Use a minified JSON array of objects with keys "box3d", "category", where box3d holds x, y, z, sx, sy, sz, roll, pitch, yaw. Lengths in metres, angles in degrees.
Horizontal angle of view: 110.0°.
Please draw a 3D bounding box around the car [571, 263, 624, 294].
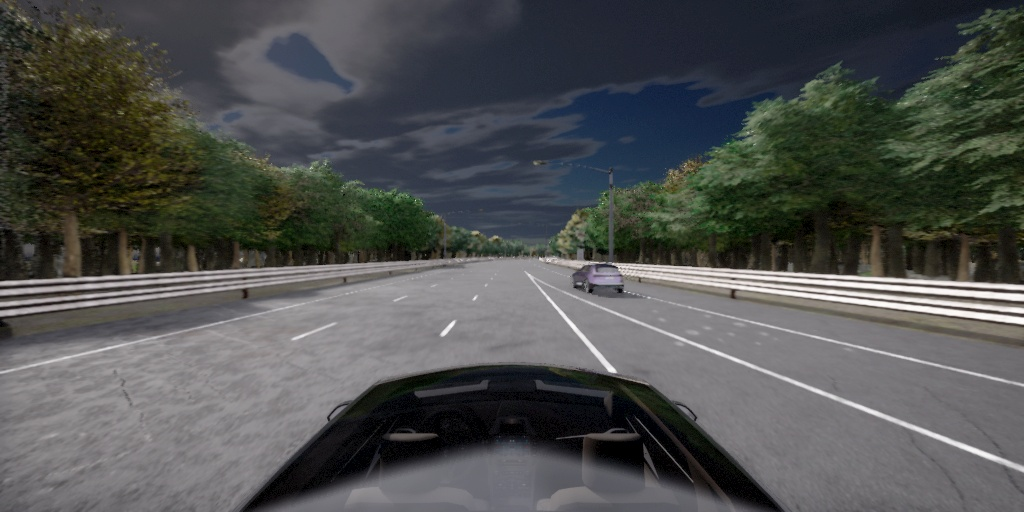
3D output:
[{"box3d":[4.747,1.194,20.351,2.033,1.649,4.856,0,0,-5],"category":"car"}]
